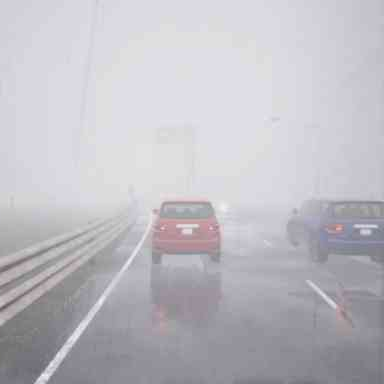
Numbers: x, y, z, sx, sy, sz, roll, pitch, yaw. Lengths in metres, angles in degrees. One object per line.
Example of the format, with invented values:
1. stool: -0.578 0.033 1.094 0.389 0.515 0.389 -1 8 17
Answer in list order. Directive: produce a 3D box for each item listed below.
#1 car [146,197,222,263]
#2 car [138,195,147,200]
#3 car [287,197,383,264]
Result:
1. car: -0.264 1.209 12.103 2.150 2.045 5.566 0 0 -3
2. car: -10.865 1.269 73.573 1.895 1.301 4.718 0 0 -12
3. car: 4.990 1.196 11.886 2.150 2.045 5.566 0 0 4
